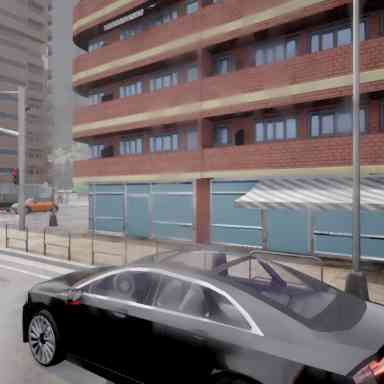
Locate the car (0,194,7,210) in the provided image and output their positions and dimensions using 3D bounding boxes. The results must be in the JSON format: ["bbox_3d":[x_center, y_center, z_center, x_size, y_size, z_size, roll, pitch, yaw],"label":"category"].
[{"bbox_3d":[-20.213,1.221,35.044,2.150,2.045,5.566,0,0,35],"label":"car"}]

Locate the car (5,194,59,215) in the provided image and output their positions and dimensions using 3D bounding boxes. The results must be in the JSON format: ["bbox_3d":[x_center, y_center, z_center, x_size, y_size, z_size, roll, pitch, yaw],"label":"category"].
[{"bbox_3d":[-16.287,1.352,34.487,2.097,1.767,4.553,0,0,36],"label":"car"}]

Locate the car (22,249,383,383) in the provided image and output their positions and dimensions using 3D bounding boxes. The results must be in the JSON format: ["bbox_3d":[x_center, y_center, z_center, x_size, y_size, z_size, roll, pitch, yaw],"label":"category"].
[{"bbox_3d":[-0.202,1.491,4.132,4.902,1.511,2.128,0,0,35],"label":"car"}]
